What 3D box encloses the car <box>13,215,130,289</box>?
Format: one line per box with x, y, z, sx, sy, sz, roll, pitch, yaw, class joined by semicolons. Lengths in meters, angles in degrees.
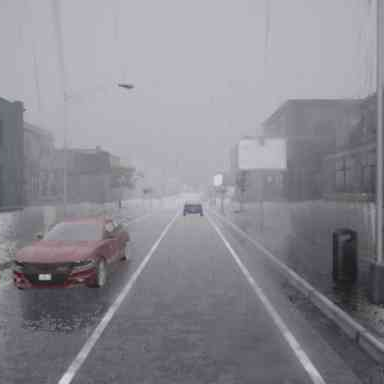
-3.001;1.456;9.283;1.882;1.535;5.008;0;0;0;car

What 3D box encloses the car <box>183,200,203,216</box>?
0.096;1.589;34.099;1.882;1.535;5.008;0;-1;0;car
